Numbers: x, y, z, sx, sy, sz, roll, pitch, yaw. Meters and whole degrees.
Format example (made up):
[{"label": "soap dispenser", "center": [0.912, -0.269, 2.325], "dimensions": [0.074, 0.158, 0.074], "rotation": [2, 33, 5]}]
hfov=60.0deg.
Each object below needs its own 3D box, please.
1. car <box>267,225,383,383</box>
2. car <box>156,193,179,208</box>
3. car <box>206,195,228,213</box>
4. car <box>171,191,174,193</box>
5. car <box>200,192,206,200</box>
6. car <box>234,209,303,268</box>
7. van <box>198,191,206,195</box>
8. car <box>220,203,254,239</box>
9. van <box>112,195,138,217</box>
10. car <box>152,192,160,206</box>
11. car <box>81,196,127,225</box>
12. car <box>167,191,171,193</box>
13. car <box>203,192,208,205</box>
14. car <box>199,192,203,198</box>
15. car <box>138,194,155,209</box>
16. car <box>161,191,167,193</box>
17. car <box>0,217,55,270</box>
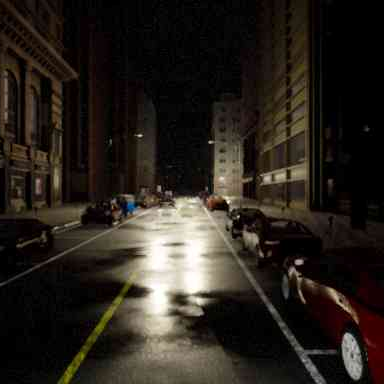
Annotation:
[{"label": "car", "center": [2.677, 1.506, 5.116], "dimensions": [1.887, 1.381, 4.507], "rotation": [1, 0, 0]}, {"label": "car", "center": [-3.006, 1.169, 41.581], "dimensions": [1.837, 1.490, 4.892], "rotation": [0, 0, 0]}, {"label": "car", "center": [2.672, 1.287, 33.239], "dimensions": [1.887, 1.381, 4.507], "rotation": [1, 0, 0]}, {"label": "car", "center": [-5.861, 0.958, 78.224], "dimensions": [1.802, 1.307, 4.206], "rotation": [1, 0, 0]}, {"label": "car", "center": [2.669, 1.151, 50.112], "dimensions": [1.887, 1.381, 4.507], "rotation": [1, 0, 0]}, {"label": "car", "center": [2.676, 1.464, 10.740], "dimensions": [1.887, 1.381, 4.507], "rotation": [1, 0, 0]}, {"label": "van", "center": [2.668, 0.763, 72.608], "dimensions": [1.690, 1.788, 3.998], "rotation": [1, 0, 0]}, {"label": "car", "center": [2.675, 1.442, 16.366], "dimensions": [1.947, 1.339, 4.313], "rotation": [1, 0, 0]}, {"label": "van", "center": [-5.850, 1.128, 27.604], "dimensions": [1.690, 1.788, 3.998], "rotation": [1, 0, 0]}, {"label": "car", "center": [-5.854, 1.092, 44.478], "dimensions": [1.967, 1.590, 4.097], "rotation": [1, 0, 0]}, {"label": "car", "center": [-5.850, 1.272, 21.981], "dimensions": [1.967, 1.590, 4.097], "rotation": [1, 0, 0]}, {"label": "car", "center": [-5.858, 0.908, 66.975], "dimensions": [1.967, 1.590, 4.097], "rotation": [1, 0, 0]}, {"label": "car", "center": [2.672, 1.137, 38.863], "dimensions": [1.967, 1.590, 4.097], "rotation": [1, 0, 0]}, {"label": "car", "center": [2.668, 1.112, 55.737], "dimensions": [2.008, 1.369, 4.403], "rotation": [1, 0, 0]}, {"label": "car", "center": [-5.855, 1.263, 38.855], "dimensions": [1.947, 1.339, 4.313], "rotation": [1, 0, 0]}, {"label": "car", "center": [-5.854, 0.876, 55.725], "dimensions": [2.192, 1.841, 5.009], "rotation": [1, 0, 0]}, {"label": "car", "center": [-5.850, 1.501, 10.733], "dimensions": [1.802, 1.307, 4.206], "rotation": [1, 0, 0]}]
